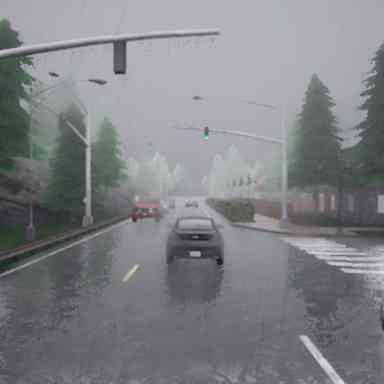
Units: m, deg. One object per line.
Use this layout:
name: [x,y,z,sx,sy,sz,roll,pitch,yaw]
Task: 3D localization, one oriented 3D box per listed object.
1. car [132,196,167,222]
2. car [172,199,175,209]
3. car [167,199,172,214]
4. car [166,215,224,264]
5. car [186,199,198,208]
car: [-3.608,1.375,28.081,2.150,2.045,5.566,0,0,0]
car: [-3.574,1.765,50.222,2.128,1.511,4.902,0,0,0]
car: [-3.602,1.734,38.171,1.812,1.442,4.674,0,0,0]
car: [0.104,1.637,12.383,1.837,1.490,4.892,1,-1,0]
car: [-0.017,1.862,54.726,1.994,1.385,4.181,0,0,0]
